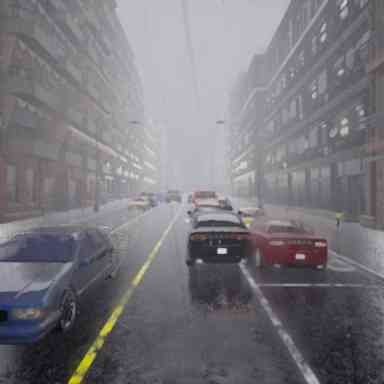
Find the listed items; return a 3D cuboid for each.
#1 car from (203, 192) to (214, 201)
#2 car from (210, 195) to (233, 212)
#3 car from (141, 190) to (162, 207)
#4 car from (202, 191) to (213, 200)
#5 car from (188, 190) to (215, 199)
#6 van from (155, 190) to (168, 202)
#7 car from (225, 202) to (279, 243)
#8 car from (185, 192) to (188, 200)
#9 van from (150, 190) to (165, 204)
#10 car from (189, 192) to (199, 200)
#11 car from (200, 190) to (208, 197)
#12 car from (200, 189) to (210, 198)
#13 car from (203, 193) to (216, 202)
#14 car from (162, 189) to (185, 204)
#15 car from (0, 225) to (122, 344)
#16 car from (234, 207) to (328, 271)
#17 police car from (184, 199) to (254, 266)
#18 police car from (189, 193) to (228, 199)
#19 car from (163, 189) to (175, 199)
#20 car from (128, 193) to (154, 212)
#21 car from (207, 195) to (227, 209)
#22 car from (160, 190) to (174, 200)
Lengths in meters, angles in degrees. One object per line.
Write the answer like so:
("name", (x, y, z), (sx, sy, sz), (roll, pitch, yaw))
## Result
("car", (2.937, 0.769, 60.061), (1.887, 1.381, 4.507), (1, 1, 0))
("car", (2.774, 1.104, 32.410), (1.887, 1.381, 4.507), (1, 1, 0))
("car", (-5.066, 0.800, 38.047), (2.192, 1.841, 5.009), (2, 1, 0))
("car", (2.980, 0.603, 65.591), (1.967, 1.590, 4.097), (1, 1, 0))
("car", (0.984, 0.853, 26.998), (2.150, 2.045, 5.566), (0, 1, 0))
("van", (-4.970, 0.625, 54.637), (1.690, 1.788, 3.998), (1, 1, 0))
("car", (2.679, 1.300, 15.991), (1.752, 1.417, 4.829), (1, 1, 0))
("car", (0.289, 0.967, 47.779), (1.895, 1.301, 4.718), (0, 1, 1))
("van", (-5.002, 0.689, 49.105), (1.690, 1.788, 3.998), (2, 1, 0))
("car", (0.363, 0.731, 61.693), (1.812, 1.442, 4.674), (0, 1, 0))
("car", (3.068, 0.369, 87.715), (1.967, 1.590, 4.097), (1, 1, 0))
("car", (3.006, 0.357, 76.651), (2.192, 1.841, 5.009), (1, 1, 0))
("car", (2.905, 0.832, 54.531), (1.887, 1.381, 4.507), (1, 1, 0))
("car", (-2.559, 0.589, 47.520), (2.150, 2.045, 5.566), (0, 1, 0))
("car", (-2.808, 1.446, 6.846), (2.033, 1.411, 5.357), (0, 1, 0))
("car", (2.645, 1.398, 10.290), (1.887, 1.381, 4.507), (1, 1, 0))
("police car", (0.774, 1.267, 11.074), (1.930, 1.638, 5.238), (0, 1, 0))
("police car", (0.948, 1.131, 21.077), (1.930, 1.638, 5.238), (0, 1, 0))
("car", (-4.872, 0.413, 71.226), (2.192, 1.841, 5.009), (1, 1, 0))
("car", (-5.105, 1.083, 32.349), (1.752, 1.417, 4.829), (2, 1, 0))
("car", (2.807, 1.039, 37.941), (2.008, 1.369, 4.403), (1, 1, 0))
("car", (-4.904, 0.474, 65.696), (2.192, 1.841, 5.009), (1, 1, 0))
